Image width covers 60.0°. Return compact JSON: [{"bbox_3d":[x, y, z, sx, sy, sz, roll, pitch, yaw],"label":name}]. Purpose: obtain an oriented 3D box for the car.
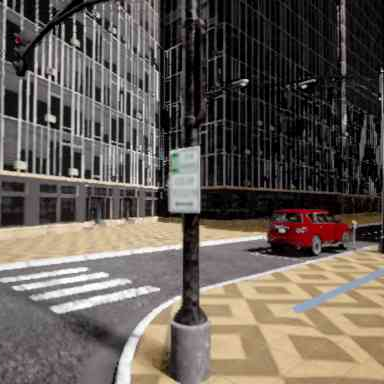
[{"bbox_3d":[5.263,1.692,14.852,5.009,1.841,2.192,2,-3,-44],"label":"car"}]
